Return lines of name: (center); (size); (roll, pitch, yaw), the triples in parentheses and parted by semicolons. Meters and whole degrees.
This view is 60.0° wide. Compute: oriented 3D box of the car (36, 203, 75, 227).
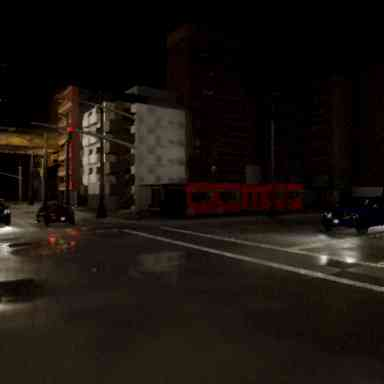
car: (-9.448, 1.504, 22.972); (1.812, 1.442, 4.674); (0, 0, -34)

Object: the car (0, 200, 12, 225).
car: (-13.990, 1.345, 23.177); (2.097, 1.767, 4.553); (0, 0, -35)

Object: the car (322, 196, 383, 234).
car: (10.103, 1.270, 19.765); (5.566, 2.045, 2.150); (0, 0, -36)
